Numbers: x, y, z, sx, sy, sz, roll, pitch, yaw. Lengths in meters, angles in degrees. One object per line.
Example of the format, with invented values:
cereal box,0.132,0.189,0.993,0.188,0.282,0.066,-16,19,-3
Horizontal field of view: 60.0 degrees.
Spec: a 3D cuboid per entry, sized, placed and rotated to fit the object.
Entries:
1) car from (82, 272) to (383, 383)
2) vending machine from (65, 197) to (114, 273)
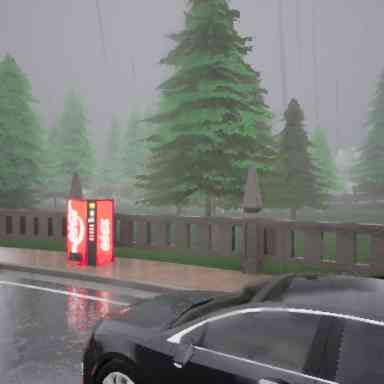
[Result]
car,1.088,1.504,2.880,4.892,1.490,1.837,0,-1,35
vending machine,-3.012,1.195,9.875,0.880,2.100,1.100,0,0,25
